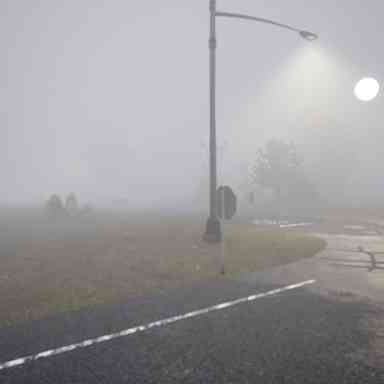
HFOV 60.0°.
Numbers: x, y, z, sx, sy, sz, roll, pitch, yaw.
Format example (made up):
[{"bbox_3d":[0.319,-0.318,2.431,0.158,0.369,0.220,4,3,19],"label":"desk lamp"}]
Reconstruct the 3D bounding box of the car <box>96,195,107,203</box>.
[{"bbox_3d":[-16.224,1.212,61.060,1.812,1.442,4.674,0,0,-34],"label":"car"}]

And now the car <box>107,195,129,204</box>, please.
[{"bbox_3d":[-11.942,1.228,54.772,1.812,1.442,4.674,0,0,-33],"label":"car"}]
